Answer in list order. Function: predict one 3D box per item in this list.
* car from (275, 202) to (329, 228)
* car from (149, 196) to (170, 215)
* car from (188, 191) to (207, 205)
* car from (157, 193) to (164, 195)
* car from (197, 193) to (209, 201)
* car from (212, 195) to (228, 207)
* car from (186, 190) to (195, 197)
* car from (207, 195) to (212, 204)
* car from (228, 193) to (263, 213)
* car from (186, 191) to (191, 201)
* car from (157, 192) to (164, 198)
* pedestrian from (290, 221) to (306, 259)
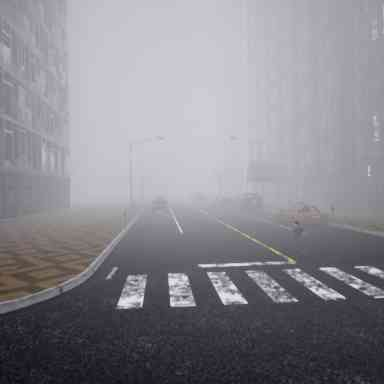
[{"bbox_3d":[6.409,1.285,20.043,1.752,1.417,4.829,0,1,-5],"label":"car"},{"bbox_3d":[-3.008,1.366,31.119,1.947,1.339,4.313,0,1,-5],"label":"car"},{"bbox_3d":[1.081,1.041,49.407,2.128,1.511,4.902,-1,1,-5],"label":"car"},{"bbox_3d":[-4.591,1.237,47.972,1.802,1.307,4.206,0,1,-5],"label":"car"},{"bbox_3d":[2.165,0.909,65.642,1.887,1.381,4.507,0,1,-5],"label":"car"},{"bbox_3d":[4.275,1.107,43.176,1.887,1.381,4.507,0,1,-5],"label":"car"},{"bbox_3d":[-0.474,0.428,93.722,2.192,1.841,5.009,0,1,-5],"label":"car"},{"bbox_3d":[3.748,1.095,48.792,1.802,1.307,4.206,0,1,-5],"label":"car"},{"bbox_3d":[5.328,0.974,31.941,2.192,1.841,5.009,0,1,-5],"label":"car"},{"bbox_3d":[0.101,0.984,59.808,1.812,1.442,4.674,-1,1,-5],"label":"car"},{"bbox_3d":[-8.285,0.746,87.297,1.967,1.590,4.097,0,1,-5],"label":"car"},{"bbox_3d":[3.436,1.474,10.651,0.375,1.300,0.375,0,0,-5],"label":"pedestrian"}]
